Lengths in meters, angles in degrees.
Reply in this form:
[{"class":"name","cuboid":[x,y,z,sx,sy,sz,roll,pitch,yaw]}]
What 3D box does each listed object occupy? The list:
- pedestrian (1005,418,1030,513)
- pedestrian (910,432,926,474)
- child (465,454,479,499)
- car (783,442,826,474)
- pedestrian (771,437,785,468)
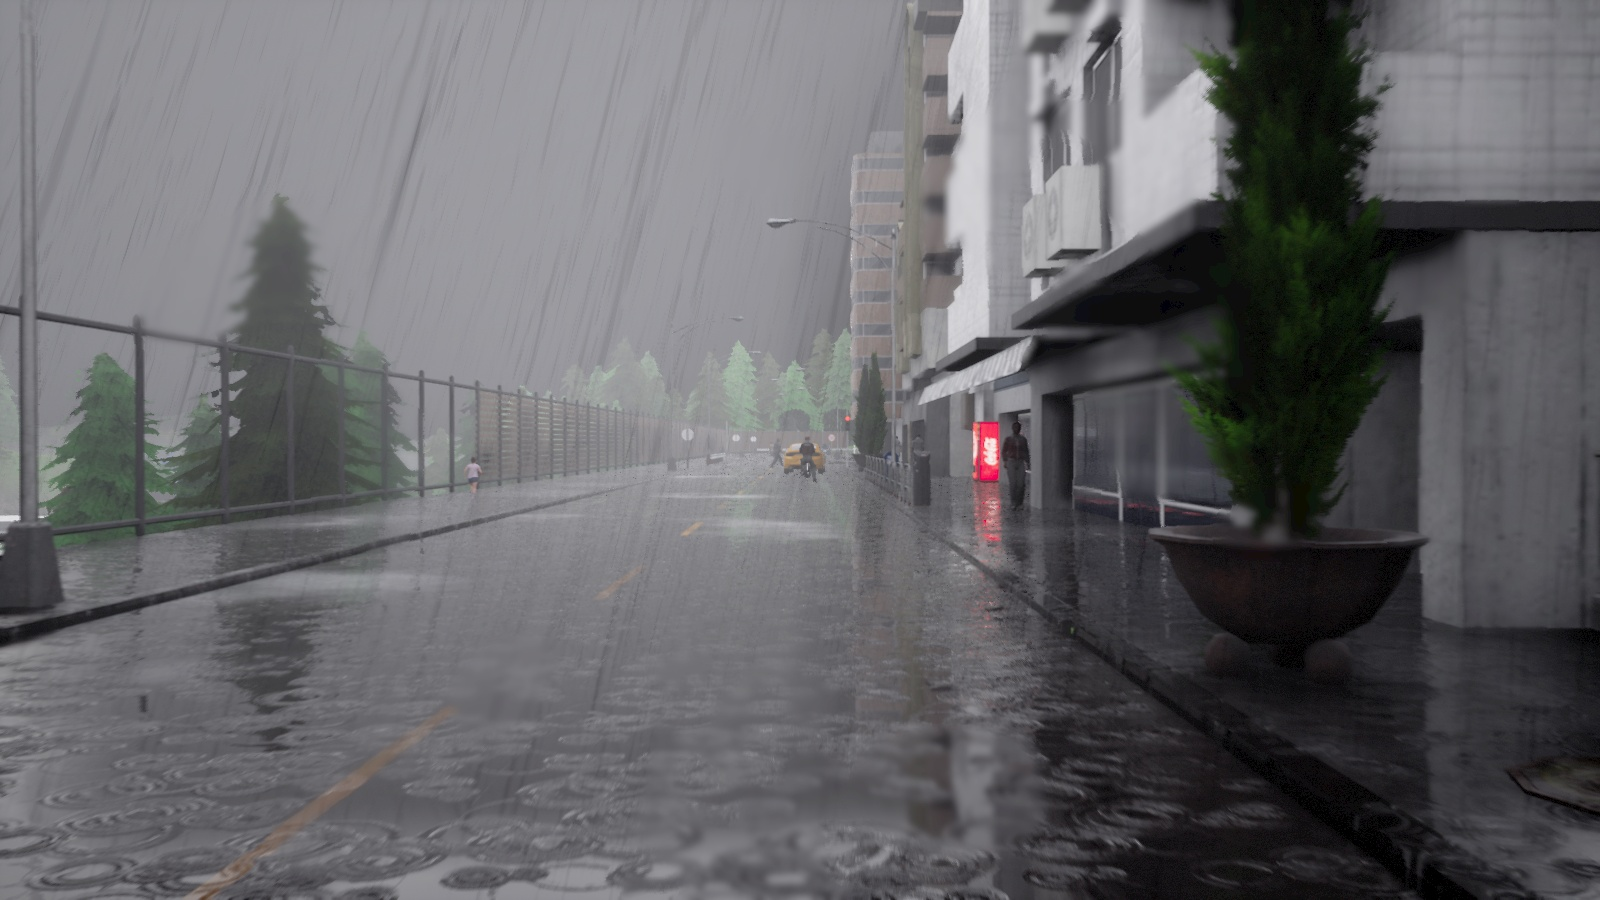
[{"class":"pedestrian","cuboid":[4.447,0.317,25.724,0.402,1.930,0.666,0,0,0]},{"class":"pedestrian","cuboid":[5.495,0.139,58.294,0.659,1.952,0.873,0,0,0]},{"class":"child","cuboid":[-8.138,0.658,31.150,0.255,1.110,0.394,0,0,1]},{"class":"car","cuboid":[0.257,0.381,62.182,1.882,1.535,5.008,0,0,3]},{"class":"pedestrian","cuboid":[-1.272,0.141,73.912,0.694,1.848,0.540,0,0,-18]}]
